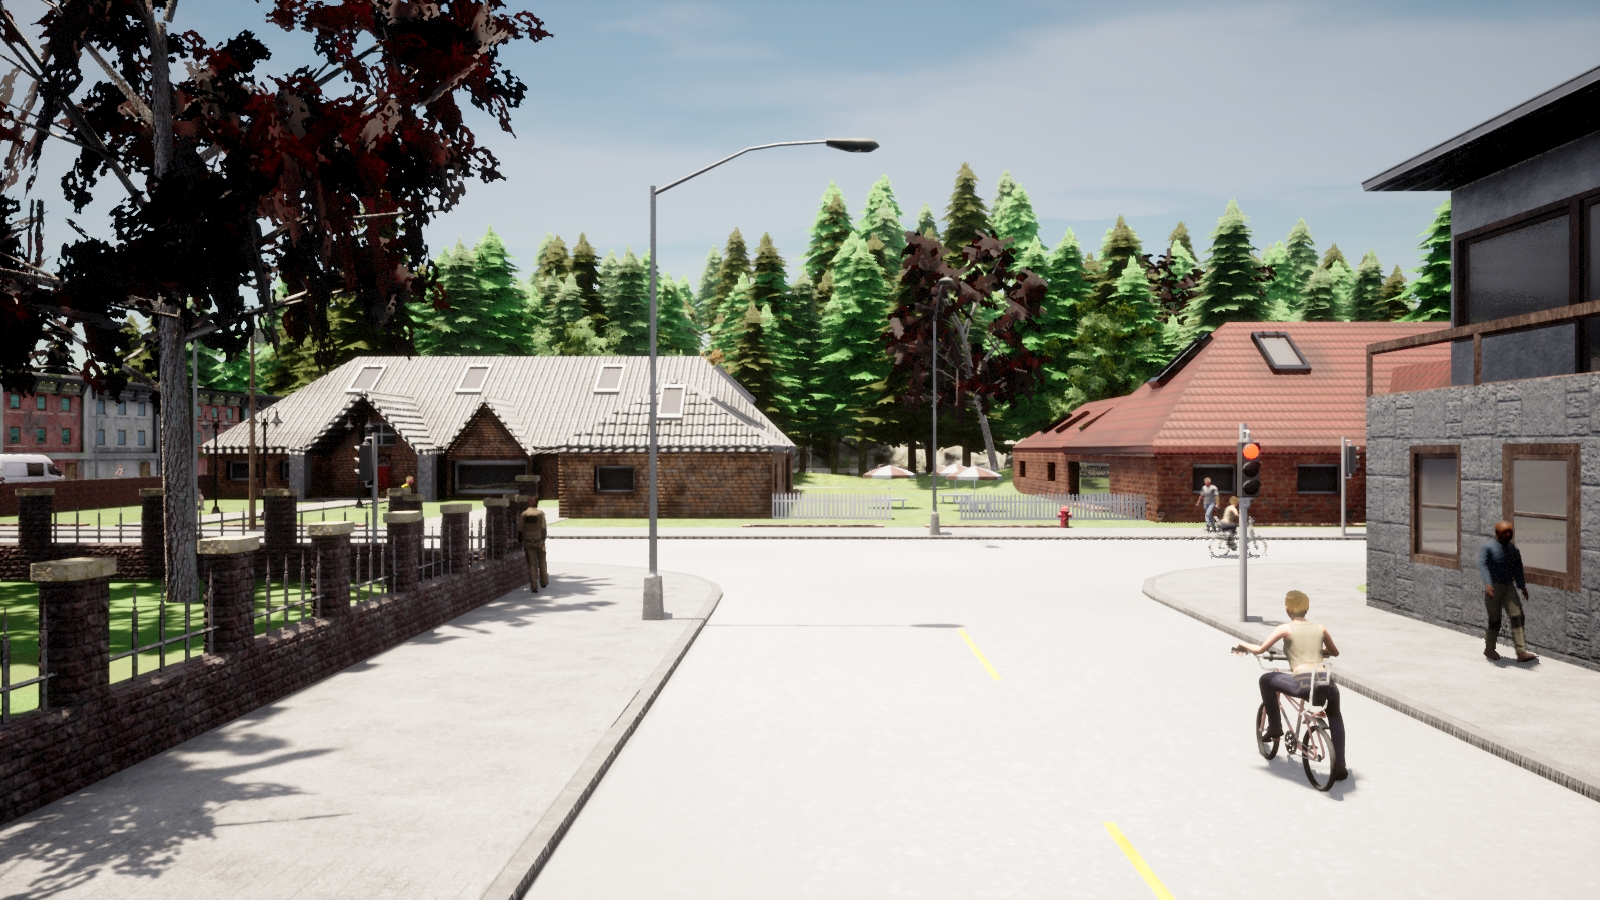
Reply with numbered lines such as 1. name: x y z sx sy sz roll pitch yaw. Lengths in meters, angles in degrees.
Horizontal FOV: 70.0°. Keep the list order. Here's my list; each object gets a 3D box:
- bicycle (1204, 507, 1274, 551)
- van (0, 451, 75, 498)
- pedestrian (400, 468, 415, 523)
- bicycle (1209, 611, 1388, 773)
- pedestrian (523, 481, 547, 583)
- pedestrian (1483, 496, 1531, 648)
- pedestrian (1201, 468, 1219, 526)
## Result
1. bicycle: 11.340 2.036 29.568 1.487 1.080 0.859 0 0 1
2. van: -43.954 1.314 64.655 1.988 2.561 5.915 0 0 1
3. pedestrian: -13.168 1.524 38.368 0.375 1.860 0.375 0 0 2
4. bicycle: 4.247 2.036 9.857 0.859 1.080 1.487 0 0 -2
5. pedestrian: -4.949 1.523 21.332 0.375 1.860 0.375 0 0 -2
6. pedestrian: 8.835 1.516 14.289 0.375 1.860 0.375 0 0 1
7. pedestrian: 13.276 1.524 36.996 0.375 1.860 0.375 0 0 -34
